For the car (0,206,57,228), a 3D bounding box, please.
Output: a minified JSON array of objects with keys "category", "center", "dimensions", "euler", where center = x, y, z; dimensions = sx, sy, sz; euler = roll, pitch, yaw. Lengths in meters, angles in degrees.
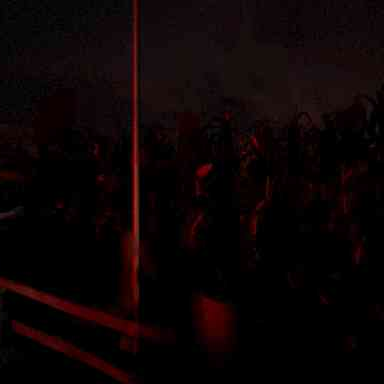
[{"category":"car","center":[-12.213,1.726,24.296],"dimensions":[1.812,1.442,4.674],"euler":[0,-1,35]}]
